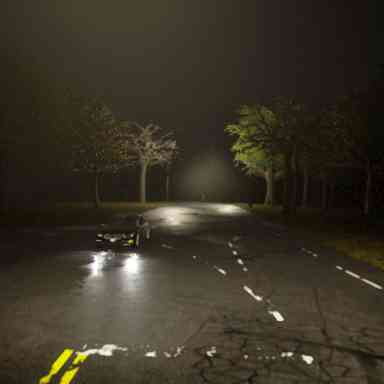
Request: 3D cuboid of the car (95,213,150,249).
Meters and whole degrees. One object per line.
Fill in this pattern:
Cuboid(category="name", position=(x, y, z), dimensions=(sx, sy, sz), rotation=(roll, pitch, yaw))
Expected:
Cuboid(category="car", position=(-3.253, 1.832, 16.385), dimensions=(1.837, 1.490, 4.892), rotation=(1, -1, 2))
